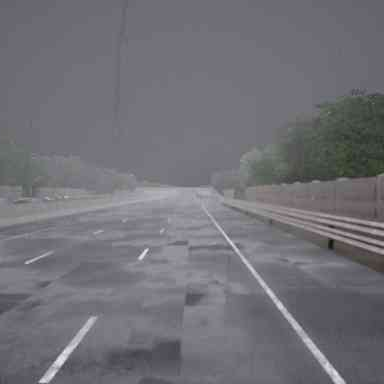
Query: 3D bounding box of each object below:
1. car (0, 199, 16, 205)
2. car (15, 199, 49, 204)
[{"bbox_3d":[-21.103,1.529,38.689,2.128,1.511,4.902,0,0,0],"label":"car"},{"bbox_3d":[-17.610,1.585,38.213,2.033,1.411,5.357,0,0,0],"label":"car"}]
